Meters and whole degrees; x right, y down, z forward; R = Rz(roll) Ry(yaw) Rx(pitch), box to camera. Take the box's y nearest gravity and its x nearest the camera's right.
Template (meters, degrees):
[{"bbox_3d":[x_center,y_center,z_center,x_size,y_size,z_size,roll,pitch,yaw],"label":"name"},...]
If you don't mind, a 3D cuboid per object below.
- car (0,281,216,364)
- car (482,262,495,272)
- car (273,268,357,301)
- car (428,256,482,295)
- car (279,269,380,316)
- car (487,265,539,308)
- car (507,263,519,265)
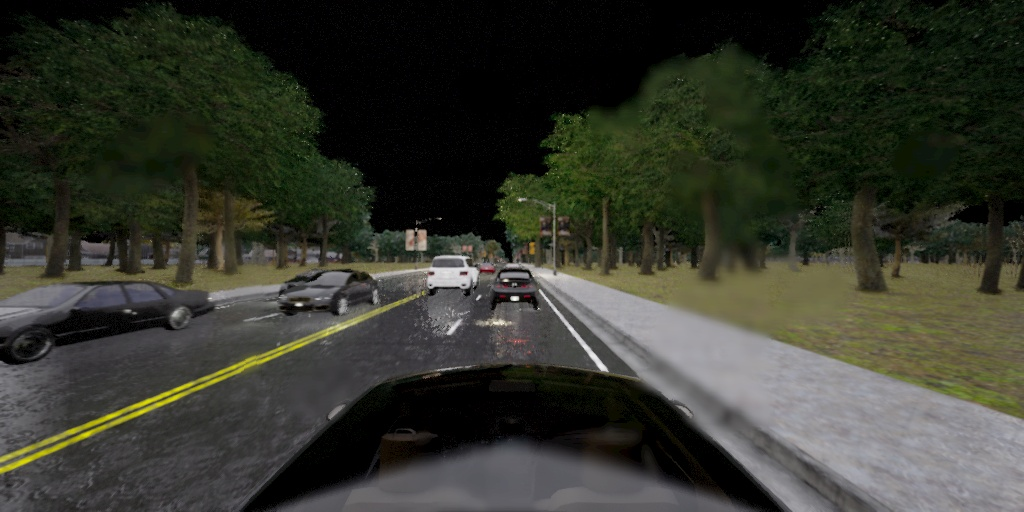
[{"bbox_3d":[-9.845,1.305,8.365,2.033,1.411,5.357,0,0,1],"label":"car"},{"bbox_3d":[-3.147,1.494,46.495,1.994,1.385,4.181,0,0,0],"label":"car"},{"bbox_3d":[-9.749,1.347,18.203,1.994,1.385,4.181,0,0,0],"label":"car"},{"bbox_3d":[-3.149,1.012,20.013,2.150,2.045,5.566,0,0,0],"label":"car"},{"bbox_3d":[-6.546,1.275,13.484,1.837,1.490,4.892,0,-1,1],"label":"car"},{"bbox_3d":[0.101,1.277,15.207,1.837,1.490,4.892,0,0,0],"label":"car"},{"bbox_3d":[0.103,1.429,38.076,2.033,1.411,5.357,0,0,0],"label":"car"}]
